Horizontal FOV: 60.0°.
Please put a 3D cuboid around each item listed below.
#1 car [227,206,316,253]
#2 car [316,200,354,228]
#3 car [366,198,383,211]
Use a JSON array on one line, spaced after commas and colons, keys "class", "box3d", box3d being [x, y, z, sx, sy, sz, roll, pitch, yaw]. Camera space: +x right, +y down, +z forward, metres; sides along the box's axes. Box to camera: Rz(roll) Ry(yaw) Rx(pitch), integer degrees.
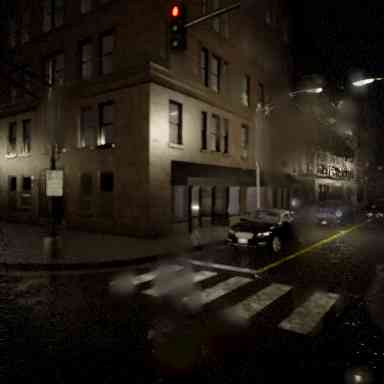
[{"class": "car", "box3d": [3.254, 1.484, 13.881, 2.128, 1.511, 4.902, 1, 0, 36]}, {"class": "car", "box3d": [9.648, 1.371, 22.864, 2.097, 1.767, 4.553, 1, 0, 35]}, {"class": "car", "box3d": [23.021, 1.554, 41.548, 2.128, 1.511, 4.902, 1, 0, 36]}]
